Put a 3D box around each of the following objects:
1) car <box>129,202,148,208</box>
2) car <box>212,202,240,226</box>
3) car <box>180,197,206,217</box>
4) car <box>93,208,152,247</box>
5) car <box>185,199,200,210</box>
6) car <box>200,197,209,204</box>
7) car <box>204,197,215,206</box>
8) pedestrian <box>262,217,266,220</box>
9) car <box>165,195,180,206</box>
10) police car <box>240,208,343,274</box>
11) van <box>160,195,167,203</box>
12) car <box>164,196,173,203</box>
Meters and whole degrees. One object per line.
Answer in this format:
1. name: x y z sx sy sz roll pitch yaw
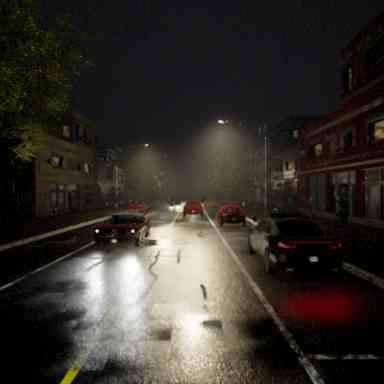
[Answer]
1. car: -5.647 1.701 34.931 1.802 1.307 4.206 0 0 0
2. car: 2.718 1.627 23.833 1.887 1.381 4.507 -1 0 0
3. car: 0.104 1.589 32.563 1.882 1.535 5.008 0 0 0
4. car: -3.081 1.654 15.452 1.895 1.301 4.718 0 0 0
5. car: 0.108 1.721 46.340 1.994 1.385 4.181 0 0 1
6. car: 2.784 1.794 73.729 1.887 1.381 4.507 -1 0 0
7. car: 2.755 1.701 51.723 1.752 1.417 4.829 -1 0 0
8. pedestrian: 3.018 1.622 13.807 0.375 1.300 0.375 -1 0 -3
9. car: -2.976 1.687 58.150 2.128 1.511 4.902 0 0 0
10. police car: 3.014 1.463 10.803 1.930 1.638 5.238 0 0 0
11. van: -5.606 1.571 68.196 1.690 1.788 3.998 0 0 0
12. car: -5.590 1.707 79.284 1.967 1.590 4.097 0 0 0
